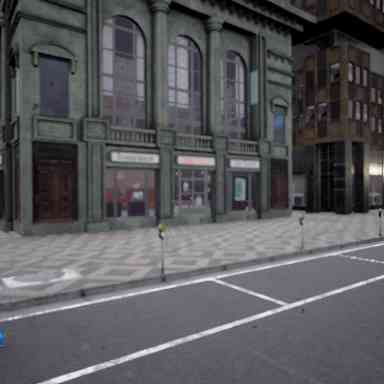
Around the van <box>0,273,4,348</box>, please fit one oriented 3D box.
[{"bbox_3d":[-4.271,1.349,3.605,3.998,1.788,1.690,0,0,-36],"label":"van"}]
